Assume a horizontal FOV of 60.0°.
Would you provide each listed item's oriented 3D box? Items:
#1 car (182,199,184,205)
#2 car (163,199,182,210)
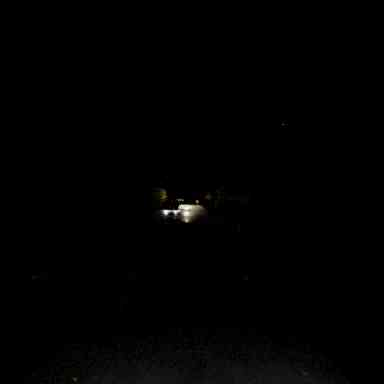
[{"bbox_3d":[-2.745,2.322,76.610,2.128,1.511,4.902,0,-2,0],"label":"car"},{"bbox_3d":[-2.747,1.742,44.181,1.994,1.385,4.181,0,0,0],"label":"car"}]
